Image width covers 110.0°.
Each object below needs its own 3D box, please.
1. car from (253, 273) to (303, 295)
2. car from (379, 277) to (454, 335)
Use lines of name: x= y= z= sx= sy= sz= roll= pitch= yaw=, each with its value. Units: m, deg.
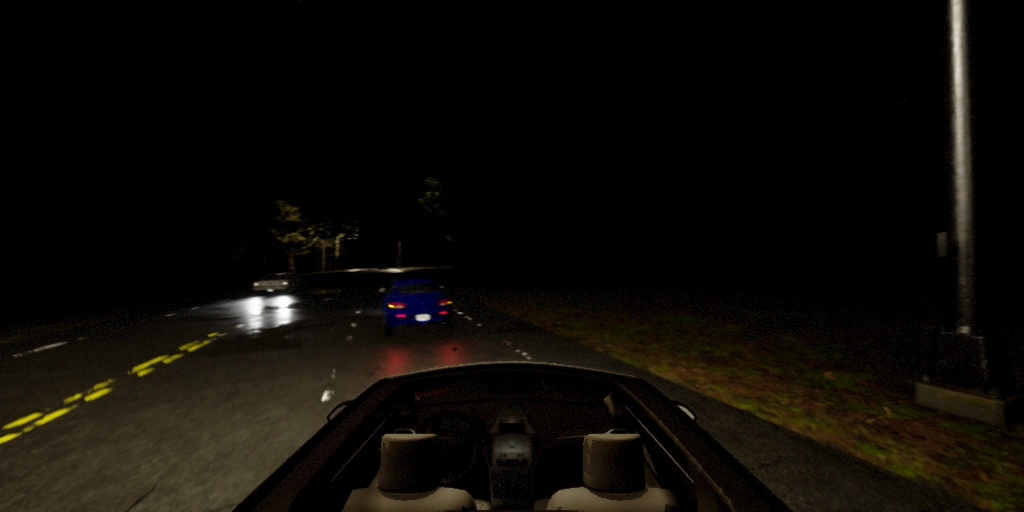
car: x=-15.106 y=1.755 z=23.326 sx=1.895 sy=1.301 sz=4.718 roll=-1 pitch=0 yaw=-21
car: x=-3.007 y=1.375 z=11.012 sx=1.812 sy=1.442 sz=4.674 roll=-1 pitch=0 yaw=-21
